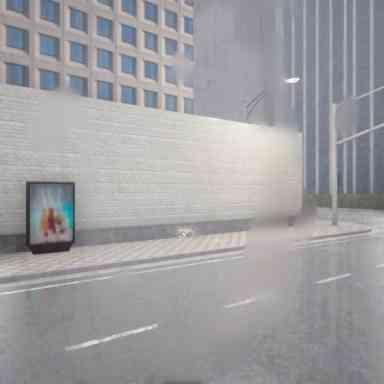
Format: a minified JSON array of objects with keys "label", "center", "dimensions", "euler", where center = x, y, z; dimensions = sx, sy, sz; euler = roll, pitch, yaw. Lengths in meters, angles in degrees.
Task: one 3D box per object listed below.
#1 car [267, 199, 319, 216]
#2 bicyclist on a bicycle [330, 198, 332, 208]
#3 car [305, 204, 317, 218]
[{"label":"car","center":[10.446,1.547,34.856],"dimensions":[2.128,1.511,4.902],"euler":[0,0,-36]},{"label":"bicyclist on a bicycle","center":[18.668,1.356,43.951],"dimensions":[1.656,1.620,0.582],"euler":[0,0,-36]},{"label":"car","center":[9.065,1.533,30.770],"dimensions":[1.882,1.535,5.008],"euler":[0,0,-36]}]
